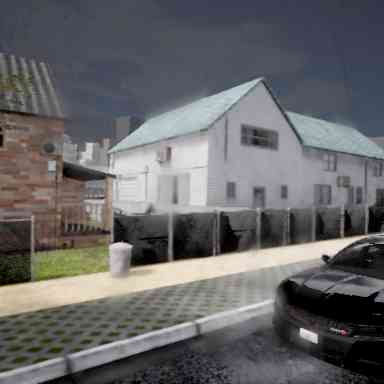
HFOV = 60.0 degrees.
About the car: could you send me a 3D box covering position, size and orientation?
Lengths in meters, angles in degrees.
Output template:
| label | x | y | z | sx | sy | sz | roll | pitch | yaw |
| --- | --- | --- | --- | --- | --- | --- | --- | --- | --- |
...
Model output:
| label | x | y | z | sx | sy | sz | roll | pitch | yaw |
| --- | --- | --- | --- | --- | --- | --- | --- | --- | --- |
| car | 3.471 | 1.502 | 5.543 | 5.008 | 1.535 | 1.882 | 0 | 0 | -35 |
